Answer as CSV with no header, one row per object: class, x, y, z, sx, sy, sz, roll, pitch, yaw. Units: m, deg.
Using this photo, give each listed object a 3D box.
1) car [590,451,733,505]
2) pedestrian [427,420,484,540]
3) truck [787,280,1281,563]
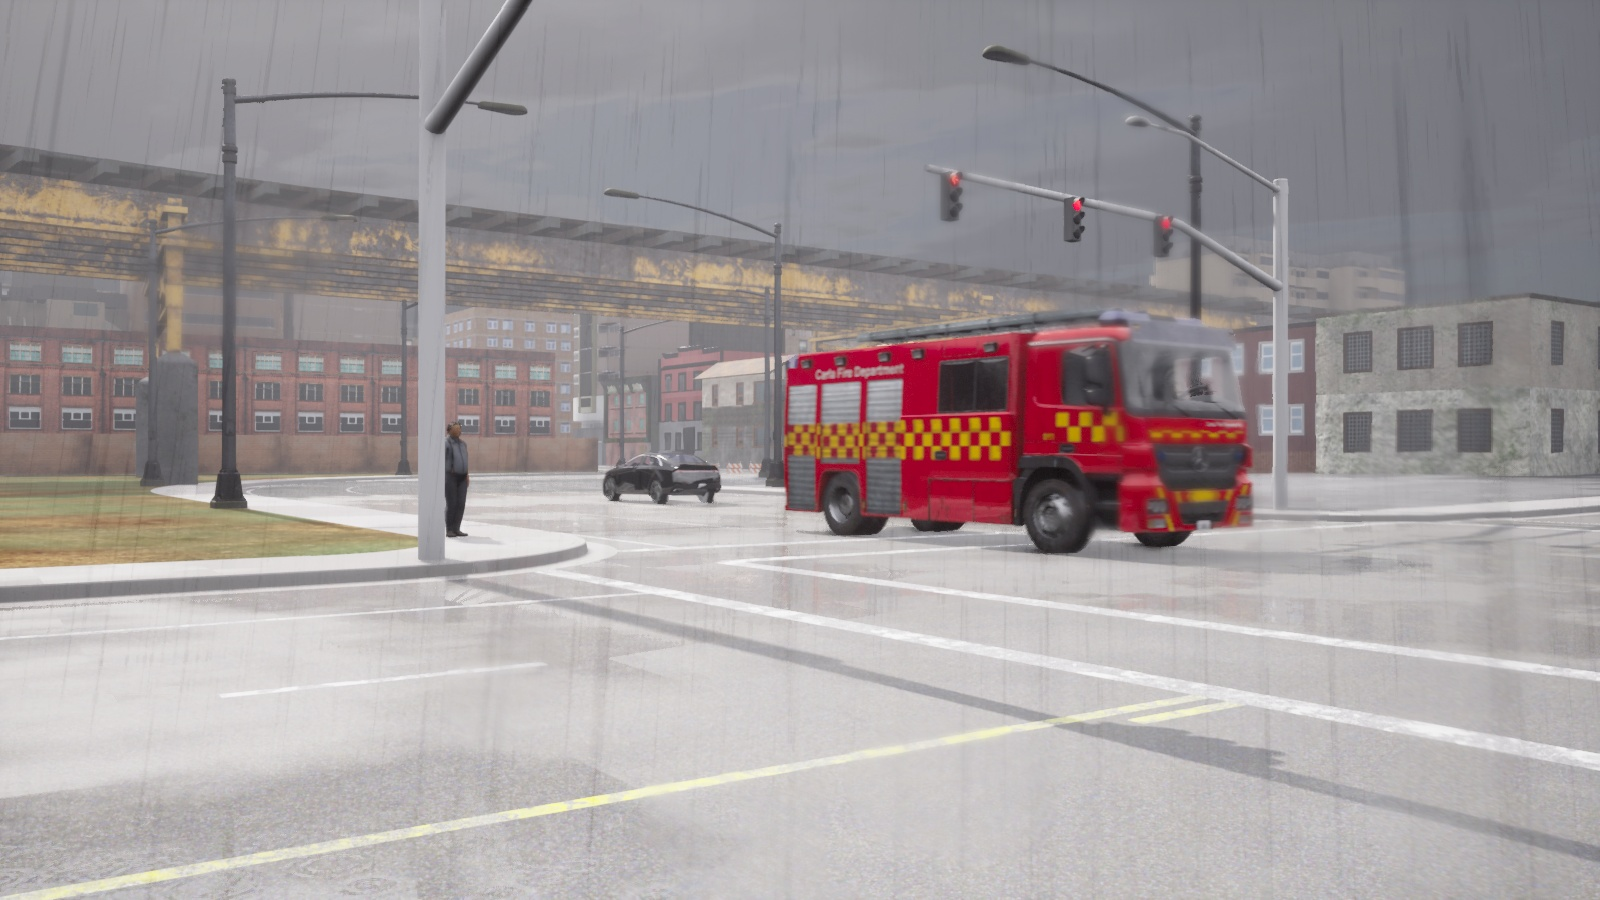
car,-4.238,0.800,37.750,2.128,1.511,4.902,0,0,-36
pedestrian,-5.421,0.466,19.773,0.694,1.848,0.540,0,0,36
truck,3.465,-0.377,21.233,2.891,3.827,8.468,0,0,-37
